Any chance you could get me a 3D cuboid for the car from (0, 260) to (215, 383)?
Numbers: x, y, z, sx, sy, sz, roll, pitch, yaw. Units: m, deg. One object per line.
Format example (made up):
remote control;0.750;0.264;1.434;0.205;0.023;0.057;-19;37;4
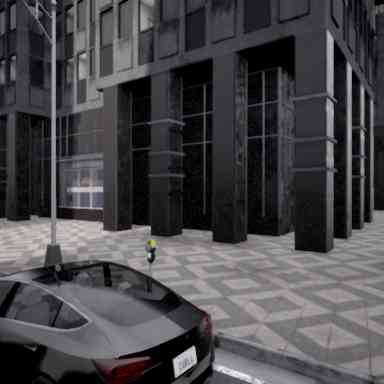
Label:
car;-1.752;1.564;4.212;4.313;1.339;1.947;0;0;36
